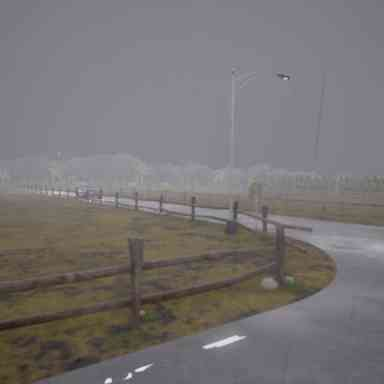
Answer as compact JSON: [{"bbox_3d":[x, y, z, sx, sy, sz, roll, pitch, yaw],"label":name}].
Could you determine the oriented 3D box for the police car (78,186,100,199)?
[{"bbox_3d":[-12.947,0.078,41.771,2.038,1.542,4.974,-1,2,-36],"label":"police car"}]
